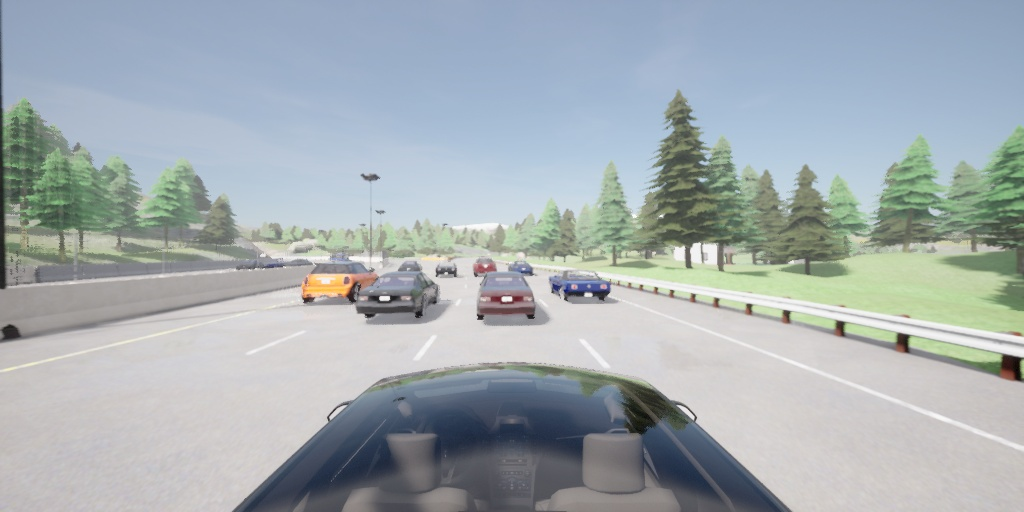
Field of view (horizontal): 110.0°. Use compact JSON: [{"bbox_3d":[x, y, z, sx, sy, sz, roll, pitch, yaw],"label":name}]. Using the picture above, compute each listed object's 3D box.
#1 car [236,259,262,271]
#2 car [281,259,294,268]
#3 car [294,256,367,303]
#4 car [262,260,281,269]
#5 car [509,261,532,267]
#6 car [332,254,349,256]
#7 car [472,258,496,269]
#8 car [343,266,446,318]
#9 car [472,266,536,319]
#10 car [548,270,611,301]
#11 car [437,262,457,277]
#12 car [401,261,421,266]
[{"bbox_3d":[-33.892,1.145,46.614,1.994,1.385,4.181,0,0,-14],"label":"car"},{"bbox_3d":[-26.151,1.087,44.134,1.837,1.490,4.892,0,0,-13],"label":"car"},{"bbox_3d":[-7.603,1.040,16.453,2.097,1.767,4.553,0,0,-4],"label":"car"},{"bbox_3d":[-30.398,1.173,47.050,1.895,1.301,4.718,0,0,-14],"label":"car"},{"bbox_3d":[0.752,1.147,34.867,1.994,1.385,4.181,0,0,-9],"label":"car"},{"bbox_3d":[-23.774,0.774,49.446,2.150,2.045,5.566,0,0,-14],"label":"car"},{"bbox_3d":[-2.691,0.943,34.251,2.097,1.767,4.553,0,0,-9],"label":"car"},{"bbox_3d":[-3.803,1.248,12.777,2.033,1.411,5.357,0,0,-4],"label":"car"},{"bbox_3d":[-0.290,1.244,12.570,2.033,1.411,5.357,0,0,-3],"label":"car"},{"bbox_3d":[2.932,1.271,16.722,1.895,1.301,4.718,0,0,-4],"label":"car"},{"bbox_3d":[-6.051,1.203,33.277,1.895,1.301,4.718,0,0,-9],"label":"car"},{"bbox_3d":[-9.977,1.161,35.416,1.994,1.385,4.181,0,0,-10],"label":"car"}]
